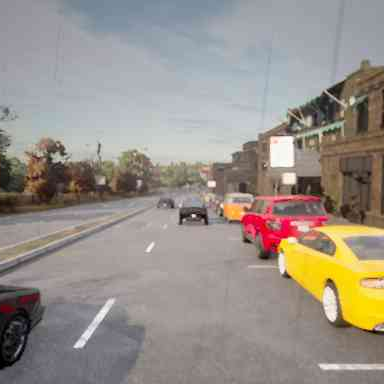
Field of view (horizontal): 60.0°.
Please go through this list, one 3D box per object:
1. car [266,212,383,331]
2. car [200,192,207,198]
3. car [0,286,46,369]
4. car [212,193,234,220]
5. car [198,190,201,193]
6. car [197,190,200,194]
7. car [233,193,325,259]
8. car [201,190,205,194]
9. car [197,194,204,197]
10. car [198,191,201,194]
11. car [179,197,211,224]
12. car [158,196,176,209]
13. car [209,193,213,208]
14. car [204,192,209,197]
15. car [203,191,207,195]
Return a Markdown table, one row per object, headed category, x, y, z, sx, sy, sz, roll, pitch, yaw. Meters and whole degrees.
| category | x | y | z | sx | sy | sz | roll | pitch | yaw |
| --- | --- | --- | --- | --- | --- | --- | --- | --- | --- |
| car | 3.225 | 1.432 | 6.958 | 2.097 | 1.535 | 5.008 | 0 | 0 | 0 |
| car | 3.206 | 0.838 | 95.551 | 1.946 | 1.575 | 5.366 | 0 | 0 | 0 |
| car | -3.150 | 1.529 | 2.610 | 2.033 | 1.411 | 5.357 | 0 | 0 | 0 |
| car | 3.227 | 1.160 | 29.032 | 2.185 | 1.767 | 4.553 | 0 | 0 | 0 |
| car | 3.216 | 0.918 | 84.185 | 2.231 | 1.521 | 4.892 | 0 | 0 | 0 |
| car | 3.210 | 0.628 | 89.867 | 2.435 | 2.045 | 5.566 | 0 | 0 | 0 |
| car | 3.225 | 1.145 | 12.390 | 2.435 | 2.045 | 5.566 | 0 | 0 | 0 |
| car | 3.230 | 0.939 | 62.057 | 2.185 | 1.767 | 4.553 | 0 | 0 | 0 |
| car | 0.103 | 1.273 | 41.029 | 2.033 | 1.411 | 5.357 | 0 | 0 | 0 |
| car | 3.219 | 0.955 | 78.658 | 2.231 | 1.521 | 4.892 | 0 | 0 | 0 |
| car | 0.101 | 1.323 | 23.087 | 1.882 | 1.535 | 5.008 | 0 | 0 | 0 |
| car | -3.147 | 1.228 | 41.281 | 1.837 | 1.490 | 4.892 | 0 | 0 | 0 |
| car | 3.227 | 1.123 | 34.556 | 2.185 | 1.767 | 4.553 | 0 | 0 | 0 |
| car | 3.227 | 1.176 | 45.507 | 2.231 | 1.521 | 4.892 | 0 | 0 | 0 |
| car | 3.227 | 1.097 | 56.748 | 1.946 | 1.575 | 5.366 | 0 | 0 | 0 |
